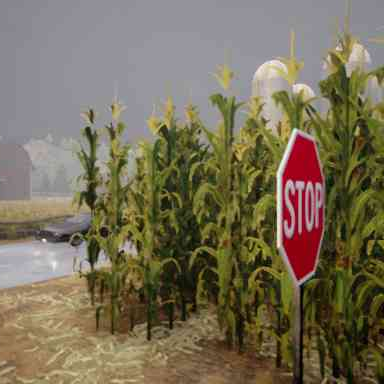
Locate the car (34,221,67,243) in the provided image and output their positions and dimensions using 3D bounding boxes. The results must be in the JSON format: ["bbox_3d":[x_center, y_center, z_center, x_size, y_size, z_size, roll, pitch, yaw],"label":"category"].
[{"bbox_3d":[-4.947,1.738,16.704,2.033,1.411,5.357,0,0,34],"label":"car"}]
